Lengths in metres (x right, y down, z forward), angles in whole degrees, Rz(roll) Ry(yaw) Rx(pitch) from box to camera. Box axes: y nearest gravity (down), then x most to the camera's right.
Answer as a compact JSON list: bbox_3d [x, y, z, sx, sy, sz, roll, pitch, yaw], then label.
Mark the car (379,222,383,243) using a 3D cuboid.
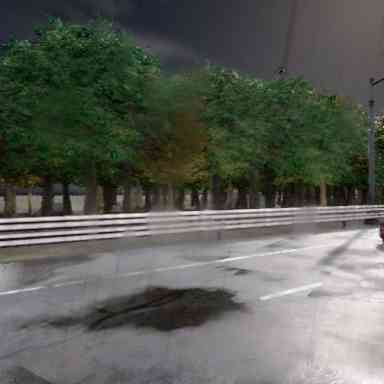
[{"bbox_3d":[10.186,1.573,14.805,4.674,1.442,1.812,0,0,-33],"label":"car"}]
